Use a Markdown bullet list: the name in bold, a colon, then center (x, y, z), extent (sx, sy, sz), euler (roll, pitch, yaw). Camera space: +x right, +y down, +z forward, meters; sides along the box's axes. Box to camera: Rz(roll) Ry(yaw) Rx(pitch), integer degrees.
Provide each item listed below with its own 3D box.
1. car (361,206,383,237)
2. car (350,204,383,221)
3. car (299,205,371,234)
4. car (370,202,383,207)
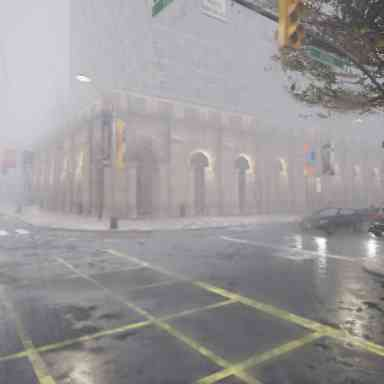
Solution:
- **car**: center (11.550, 1.640, 17.747), extent (5.357, 1.411, 2.033), euler (0, 0, -35)
- **car**: center (16.071, 1.736, 29.157), extent (4.718, 1.301, 1.895), euler (0, 0, -36)
- **car**: center (8.378, 1.613, 19.783), extent (4.674, 1.442, 1.812), euler (0, 0, -35)
- **car**: center (16.070, 1.351, 25.211), extent (5.566, 2.045, 2.150), euler (0, 0, -35)
